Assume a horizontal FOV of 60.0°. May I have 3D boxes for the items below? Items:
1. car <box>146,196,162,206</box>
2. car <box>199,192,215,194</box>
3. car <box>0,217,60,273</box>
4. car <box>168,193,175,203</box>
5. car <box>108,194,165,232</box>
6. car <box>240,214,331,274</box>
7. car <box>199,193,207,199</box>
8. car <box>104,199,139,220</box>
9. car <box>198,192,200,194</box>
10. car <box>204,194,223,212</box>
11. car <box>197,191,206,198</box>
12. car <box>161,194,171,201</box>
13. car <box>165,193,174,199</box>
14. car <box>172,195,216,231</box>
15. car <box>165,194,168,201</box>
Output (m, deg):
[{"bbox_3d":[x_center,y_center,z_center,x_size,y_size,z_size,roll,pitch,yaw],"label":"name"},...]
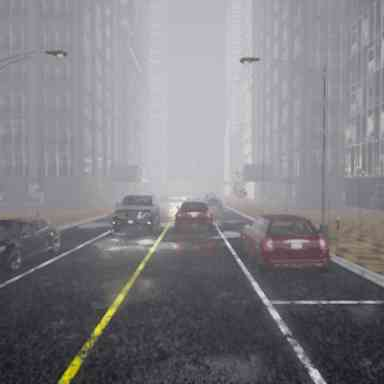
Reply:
[{"bbox_3d":[-5.684,1.300,50.235,2.008,1.369,4.403,-1,0,0],"label":"car"},{"bbox_3d":[2.693,1.063,50.173,2.192,1.841,5.009,-1,0,0],"label":"car"},{"bbox_3d":[-5.665,1.519,10.517,1.947,1.339,4.313,-1,0,0],"label":"car"},{"bbox_3d":[-3.001,1.205,61.892,1.812,1.442,4.674,0,0,1],"label":"car"},{"bbox_3d":[-3.091,1.130,19.551,2.150,2.045,5.566,0,0,0],"label":"car"},{"bbox_3d":[2.680,1.393,10.453,1.967,1.590,4.097,-1,0,0],"label":"car"},{"bbox_3d":[2.710,1.062,84.392,1.752,1.417,4.829,-1,0,0],"label":"car"},{"bbox_3d":[-5.677,1.394,27.369,1.752,1.417,4.829,-1,0,0],"label":"car"},{"bbox_3d":[2.708,1.099,78.718,1.752,1.417,4.829,-1,0,0],"label":"car"},{"bbox_3d":[2.368,1.324,36.607,1.837,1.490,4.892,0,0,0],"label":"car"},{"bbox_3d":[2.711,0.776,95.571,2.192,1.841,5.009,-1,0,0],"label":"car"},{"bbox_3d":[-5.674,1.178,72.932,1.947,1.339,4.313,-1,0,0],"label":"car"},{"bbox_3d":[-5.671,1.065,84.110,1.752,1.417,4.829,-1,0,0],"label":"car"},{"bbox_3d":[0.107,1.258,19.915,2.097,1.767,4.553,0,0,0],"label":"car"},{"bbox_3d":[-5.676,1.215,67.258,1.947,1.339,4.313,-1,0,0],"label":"car"}]
